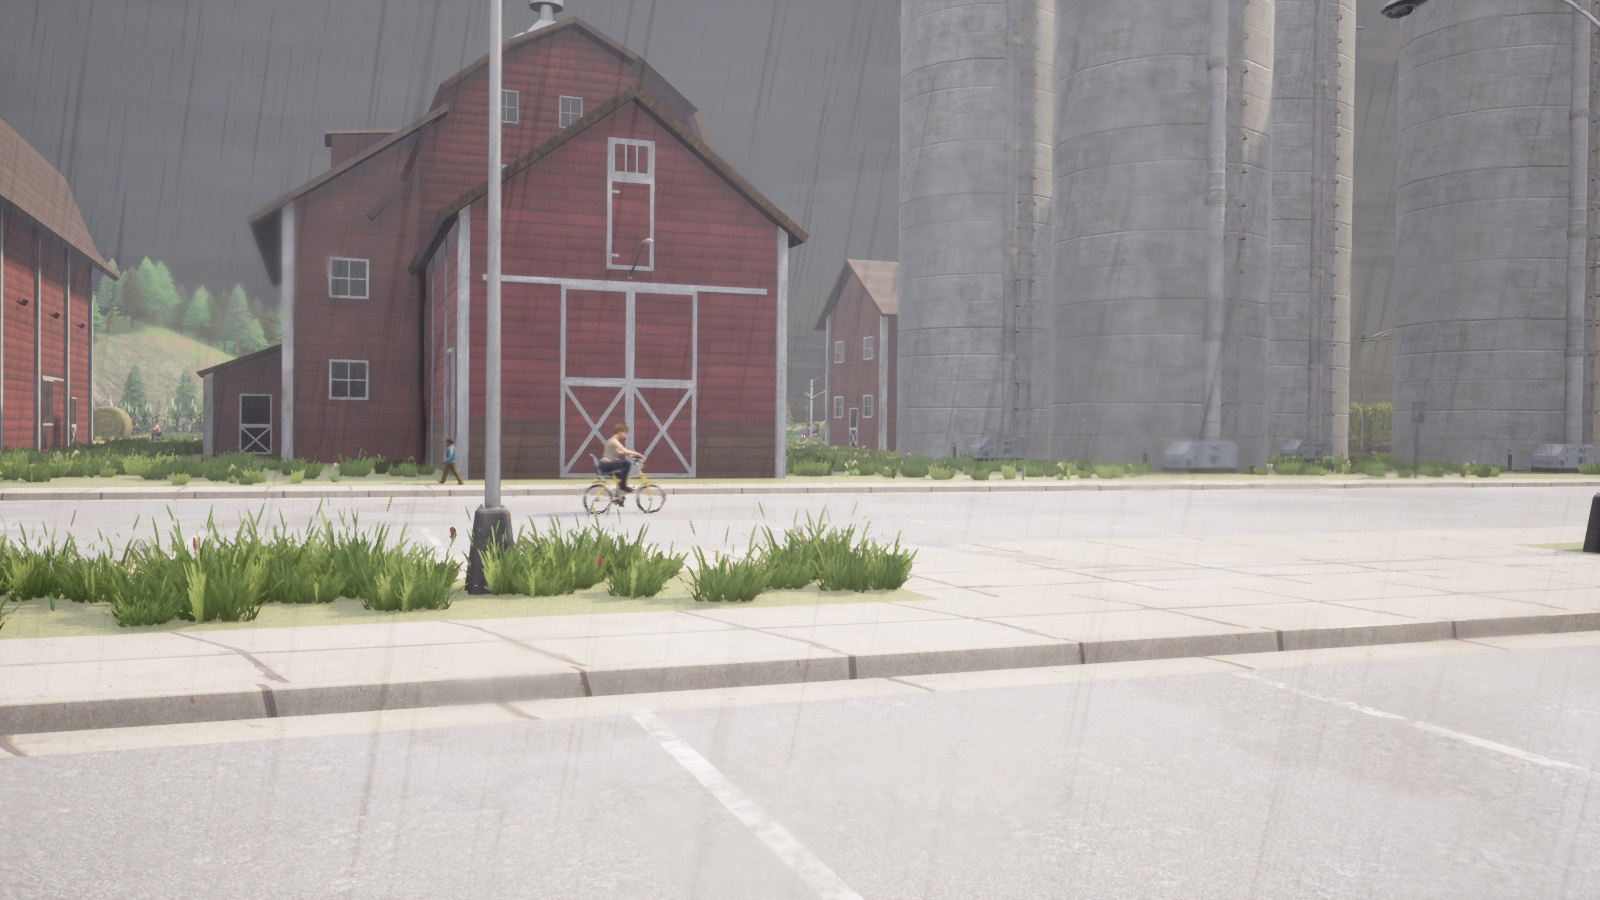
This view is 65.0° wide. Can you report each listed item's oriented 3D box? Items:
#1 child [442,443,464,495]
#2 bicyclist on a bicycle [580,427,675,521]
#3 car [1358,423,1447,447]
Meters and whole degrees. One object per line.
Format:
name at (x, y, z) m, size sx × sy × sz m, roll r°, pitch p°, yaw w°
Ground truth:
child at (-8.146, 0.441, 29.486) m, size 0.448 × 1.192 × 0.343 m, roll -1°, pitch 1°, yaw -9°
bicyclist on a bicycle at (-3.067, 0.405, 22.300) m, size 1.509 × 1.612 × 0.866 m, roll -1°, pitch 1°, yaw -21°
car at (38.945, -0.989, 81.297) m, size 2.128 × 1.511 × 4.902 m, roll -1°, pitch 1°, yaw -26°
